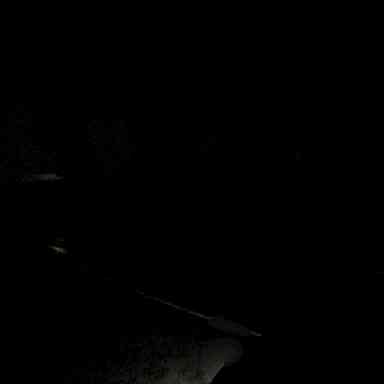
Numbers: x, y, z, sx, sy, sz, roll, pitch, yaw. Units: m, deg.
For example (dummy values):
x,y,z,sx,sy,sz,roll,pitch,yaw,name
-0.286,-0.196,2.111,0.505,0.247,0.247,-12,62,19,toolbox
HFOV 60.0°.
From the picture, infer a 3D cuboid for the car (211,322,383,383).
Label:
x,y,z,sx,sy,sz,roll,pitch,yaw,name
2.631,1.572,1.813,5.357,1.411,2.033,0,-1,38,car
